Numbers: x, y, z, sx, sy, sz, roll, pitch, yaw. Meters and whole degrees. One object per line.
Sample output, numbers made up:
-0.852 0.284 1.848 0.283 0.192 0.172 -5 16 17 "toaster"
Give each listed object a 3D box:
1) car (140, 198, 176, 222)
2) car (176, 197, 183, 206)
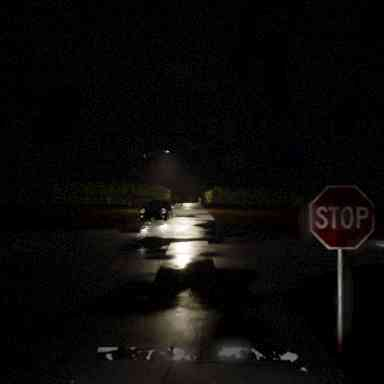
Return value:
-2.798 1.415 26.733 2.097 1.767 4.553 0 0 3 "car"
-2.641 1.748 63.360 2.033 1.411 5.357 0 -1 0 "car"
